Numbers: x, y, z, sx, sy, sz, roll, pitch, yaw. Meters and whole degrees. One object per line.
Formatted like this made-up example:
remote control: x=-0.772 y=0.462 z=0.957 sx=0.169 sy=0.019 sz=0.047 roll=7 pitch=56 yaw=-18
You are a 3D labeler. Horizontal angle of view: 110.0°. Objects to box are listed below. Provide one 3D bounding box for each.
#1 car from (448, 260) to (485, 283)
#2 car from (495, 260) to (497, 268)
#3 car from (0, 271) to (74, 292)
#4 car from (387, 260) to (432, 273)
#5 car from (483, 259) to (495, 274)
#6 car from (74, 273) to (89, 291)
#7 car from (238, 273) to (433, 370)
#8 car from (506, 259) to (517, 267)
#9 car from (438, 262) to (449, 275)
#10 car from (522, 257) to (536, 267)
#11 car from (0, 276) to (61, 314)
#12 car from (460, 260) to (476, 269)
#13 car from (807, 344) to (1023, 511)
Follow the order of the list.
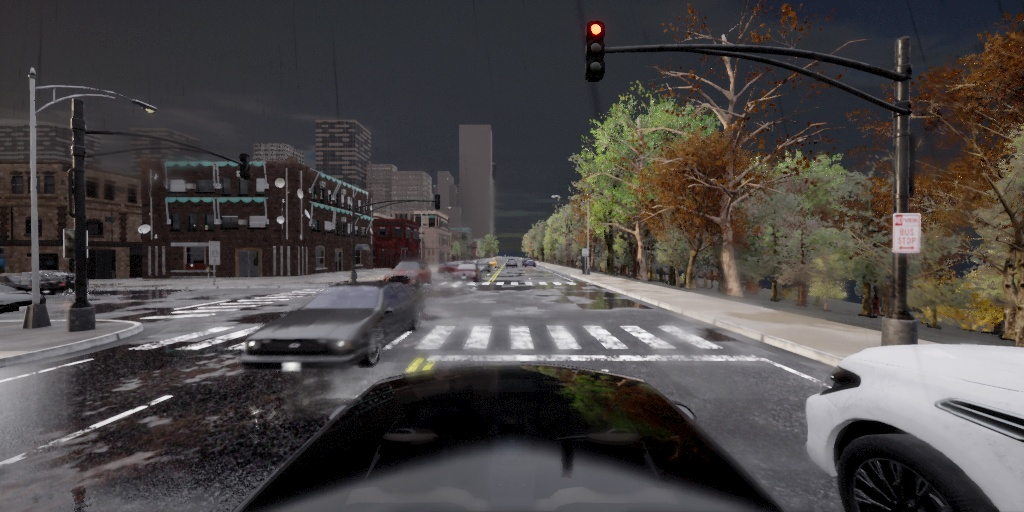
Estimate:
car: x=-3.397 y=1.268 z=27.539 sx=1.812 sy=1.442 sz=4.674 roll=0 pitch=0 yaw=0
car: x=-3.437 y=1.207 z=58.285 sx=1.882 sy=1.535 sz=5.008 roll=0 pitch=0 yaw=0
car: x=-26.827 y=1.620 z=18.966 sx=4.718 sy=1.301 sz=1.895 roll=-1 pitch=1 yaw=1
car: x=-6.642 y=1.096 z=23.392 sx=2.097 sy=1.767 sz=4.553 roll=0 pitch=0 yaw=0
car: x=-3.426 y=1.229 z=41.714 sx=2.128 sy=1.511 sz=4.902 roll=0 pitch=0 yaw=0
car: x=-28.318 y=1.560 z=21.612 sx=4.403 sy=1.370 sz=2.007 roll=0 pitch=0 yaw=0
car: x=-3.363 y=1.296 z=8.124 sx=2.033 sy=1.411 sz=5.357 roll=0 pitch=0 yaw=0
car: x=-0.030 y=1.290 z=64.091 sx=1.994 sy=1.385 sz=4.181 roll=0 pitch=0 yaw=0
car: x=-6.671 y=1.338 z=38.543 sx=1.895 sy=1.301 sz=4.718 roll=0 pitch=0 yaw=0
car: x=3.227 y=1.252 z=64.060 sx=1.812 sy=1.442 sz=4.674 roll=0 pitch=0 yaw=0
car: x=-19.969 y=1.565 z=13.115 sx=4.313 sy=1.339 sz=1.948 roll=0 pitch=0 yaw=0
car: x=-6.689 y=1.331 z=55.342 sx=1.895 sy=1.301 sz=4.718 roll=0 pitch=0 yaw=0
car: x=3.356 y=0.972 z=0.357 sx=2.150 sy=2.045 sz=5.566 roll=0 pitch=0 yaw=0
